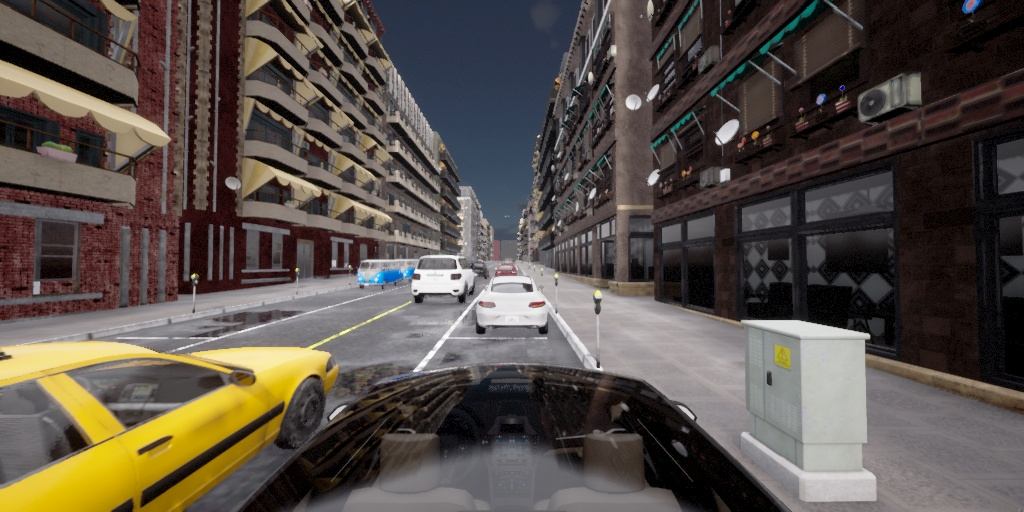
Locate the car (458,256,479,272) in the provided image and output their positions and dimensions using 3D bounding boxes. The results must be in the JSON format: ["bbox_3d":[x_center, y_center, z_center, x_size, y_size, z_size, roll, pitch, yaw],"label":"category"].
[{"bbox_3d":[-5.773,1.029,48.463,2.150,2.045,5.566,0,0,0],"label":"car"}]

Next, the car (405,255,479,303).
[{"bbox_3d":[-3.020,0.977,16.781,2.150,2.045,5.566,0,0,0],"label":"car"}]

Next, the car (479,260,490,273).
[{"bbox_3d":[-3.017,1.293,32.060,1.837,1.490,4.892,0,0,0],"label":"car"}]

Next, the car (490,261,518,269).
[{"bbox_3d":[-0.452,1.322,28.072,1.888,1.381,4.507,0,0,0],"label":"car"}]

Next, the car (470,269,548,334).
[{"bbox_3d":[0.003,1.280,10.503,1.812,1.442,4.674,0,0,0],"label":"car"}]

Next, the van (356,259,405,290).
[{"bbox_3d":[-8.335,1.108,22.603,1.690,1.789,3.998,0,0,0],"label":"van"}]

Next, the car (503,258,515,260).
[{"bbox_3d":[-0.445,1.240,39.134,1.967,1.591,4.097,0,0,0],"label":"car"}]

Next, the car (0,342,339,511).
[{"bbox_3d":[-3.020,1.206,2.196,1.801,1.575,5.366,0,0,0],"label":"car"}]
